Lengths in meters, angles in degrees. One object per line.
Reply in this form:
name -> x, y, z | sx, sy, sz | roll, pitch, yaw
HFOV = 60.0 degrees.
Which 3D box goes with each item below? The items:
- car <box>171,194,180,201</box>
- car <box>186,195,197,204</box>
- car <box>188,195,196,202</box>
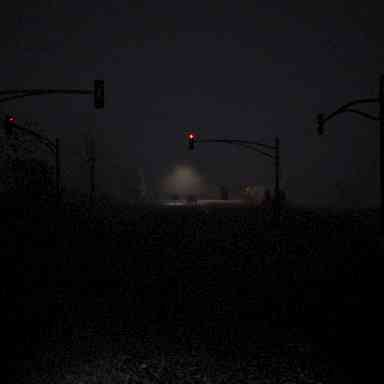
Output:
car -> -3.564, 1.192, 72.131 | 1.837, 1.490, 4.892 | 0, 0, 0
car -> -0.059, 1.421, 67.928 | 2.097, 1.767, 4.553 | 0, 0, 0
car -> -0.068, 1.423, 77.964 | 1.837, 1.490, 4.892 | 0, 0, 0
